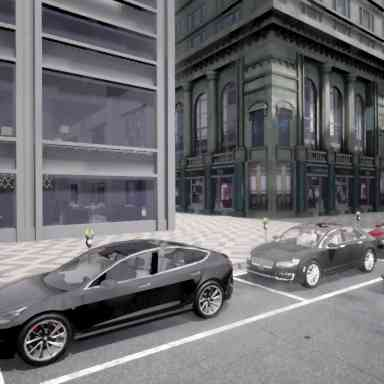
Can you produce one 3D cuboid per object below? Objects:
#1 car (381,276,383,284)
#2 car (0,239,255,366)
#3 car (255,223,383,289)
[{"bbox_3d":[6.748,1.548,8.091,5.357,1.411,2.033,0,0,-36],"label":"car"},{"bbox_3d":[-1.186,1.566,5.811,4.313,1.339,1.947,0,0,-36],"label":"car"},{"bbox_3d":[3.397,1.551,9.092,4.403,1.369,2.008,0,0,-36],"label":"car"}]
